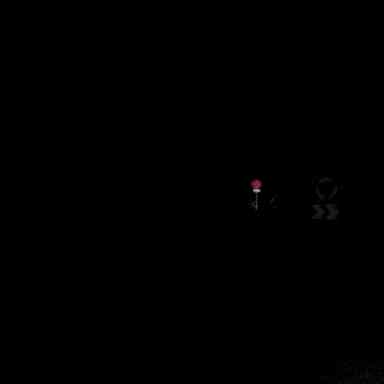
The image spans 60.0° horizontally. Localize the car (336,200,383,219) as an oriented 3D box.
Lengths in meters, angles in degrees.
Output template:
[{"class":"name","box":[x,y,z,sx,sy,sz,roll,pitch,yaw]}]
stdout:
[{"class":"car","box":[14.460,1.396,28.665,2.128,1.511,4.902,1,1,-36]}]
